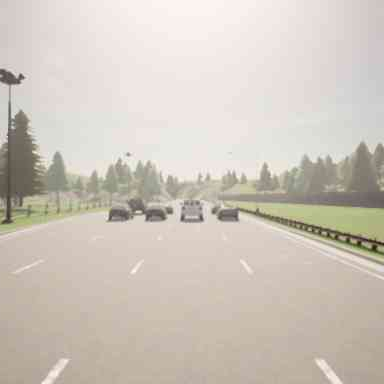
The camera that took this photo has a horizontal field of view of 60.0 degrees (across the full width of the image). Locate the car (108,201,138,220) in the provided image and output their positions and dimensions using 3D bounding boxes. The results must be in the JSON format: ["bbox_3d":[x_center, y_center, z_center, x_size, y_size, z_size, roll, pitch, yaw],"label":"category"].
[{"bbox_3d":[-7.006,1.973,33.210,1.837,1.490,4.892,0,-1,0],"label":"car"}]

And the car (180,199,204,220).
[{"bbox_3d":[-0.006,1.690,33.246,2.150,2.045,5.566,0,-1,0],"label":"car"}]

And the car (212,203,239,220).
[{"bbox_3d":[3.494,1.960,33.212,2.128,1.511,4.902,0,-1,0],"label":"car"}]

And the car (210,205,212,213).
[{"bbox_3d":[3.494,2.142,43.802,1.812,1.442,4.674,0,-1,0],"label":"car"}]

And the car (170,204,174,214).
[{"bbox_3d":[-3.500,2.185,44.145,1.994,1.385,4.181,0,-1,0],"label":"car"}]

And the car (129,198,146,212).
[{"bbox_3d":[-7.008,1.837,43.674,2.150,2.045,5.566,0,-1,0],"label":"car"}]

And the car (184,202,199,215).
[{"bbox_3d":[-0.002,2.099,44.109,1.882,1.535,5.008,0,-1,0],"label":"car"}]

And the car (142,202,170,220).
[{"bbox_3d":[-3.506,1.973,33.211,1.837,1.490,4.892,0,-1,0],"label":"car"}]
